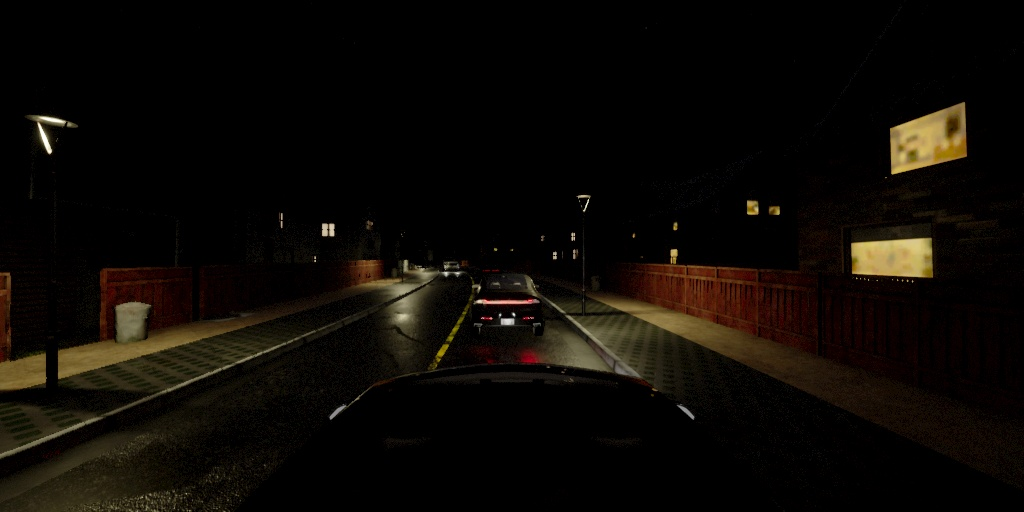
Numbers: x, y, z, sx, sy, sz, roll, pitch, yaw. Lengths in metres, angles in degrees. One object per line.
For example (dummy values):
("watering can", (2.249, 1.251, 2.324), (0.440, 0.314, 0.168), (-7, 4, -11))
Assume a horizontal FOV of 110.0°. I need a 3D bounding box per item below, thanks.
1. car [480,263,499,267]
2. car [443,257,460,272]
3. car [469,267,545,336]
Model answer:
("car", (-1.951, 1.327, 30.565), (1.837, 1.490, 4.892), (0, 0, -7))
("car", (-8.735, 1.172, 51.432), (2.150, 2.045, 5.566), (0, -1, -13))
("car", (-0.173, 1.249, 10.382), (2.128, 1.511, 4.902), (0, 0, -2))
